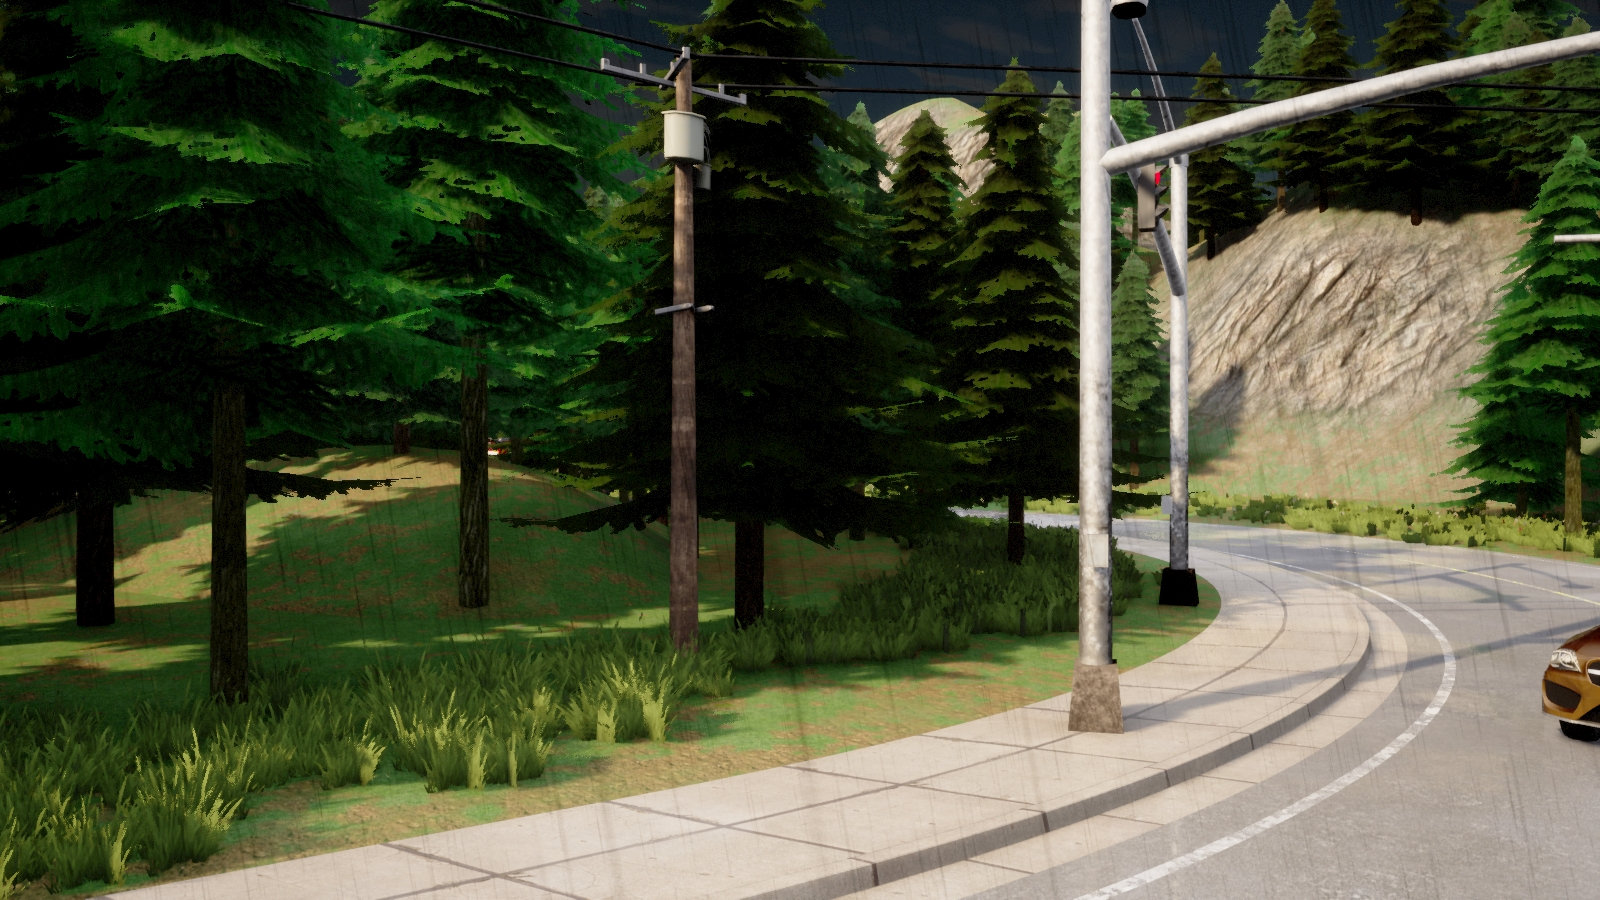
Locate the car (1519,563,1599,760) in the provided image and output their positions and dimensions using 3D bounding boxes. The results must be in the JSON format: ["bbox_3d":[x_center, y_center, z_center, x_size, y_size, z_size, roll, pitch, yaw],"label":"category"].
[{"bbox_3d":[9.577,1.970,11.147,5.027,1.651,2.152,0,0,-29],"label":"car"}]
